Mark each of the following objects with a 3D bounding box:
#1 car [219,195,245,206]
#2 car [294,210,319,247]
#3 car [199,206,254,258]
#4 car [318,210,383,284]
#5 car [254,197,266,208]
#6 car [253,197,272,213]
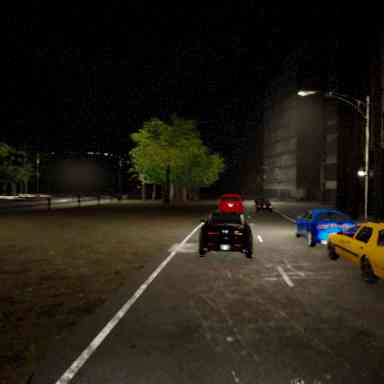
[{"bbox_3d":[3.708,1.259,31.188,2.150,2.045,5.566,1,0,8],"label":"car"},{"bbox_3d":[6.042,1.555,15.328,1.882,1.535,5.008,1,0,7],"label":"car"},{"bbox_3d":[1.325,1.512,12.977,1.837,1.490,4.892,1,0,6],"label":"car"},{"bbox_3d":[5.402,1.525,9.629,1.801,1.575,5.366,1,0,6],"label":"car"},{"bbox_3d":[10.972,1.650,53.646,1.837,1.490,4.892,1,0,11],"label":"car"},{"bbox_3d":[8.402,1.654,38.911,2.033,1.411,5.357,1,0,10],"label":"car"}]
